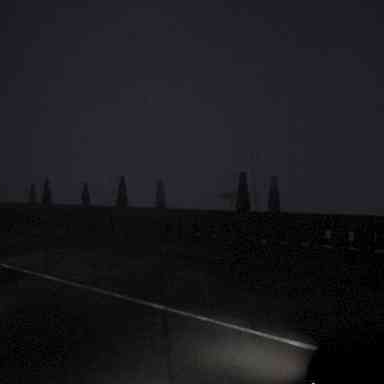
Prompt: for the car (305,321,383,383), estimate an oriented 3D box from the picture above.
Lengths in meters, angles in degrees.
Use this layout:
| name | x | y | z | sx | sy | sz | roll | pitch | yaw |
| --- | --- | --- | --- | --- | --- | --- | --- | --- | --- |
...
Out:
| name | x | y | z | sx | sy | sz | roll | pitch | yaw |
| --- | --- | --- | --- | --- | --- | --- | --- | --- | --- |
| car | 3.137 | 1.510 | 1.780 | 4.892 | 1.490 | 1.837 | 0 | 0 | 35 |
